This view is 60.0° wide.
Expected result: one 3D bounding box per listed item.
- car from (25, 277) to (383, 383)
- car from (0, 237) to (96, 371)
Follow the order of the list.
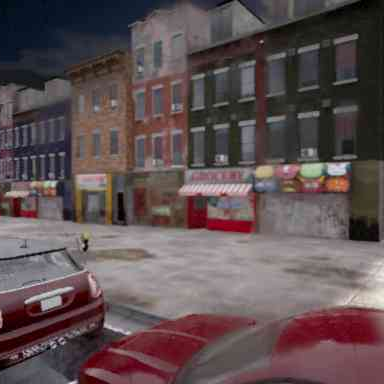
[{"bbox_3d":[1.032,1.515,2.130,4.507,1.381,1.887,-1,1,37],"label":"car"},{"bbox_3d":[-3.361,1.490,5.494,4.097,1.590,1.967,-1,1,37],"label":"car"}]
